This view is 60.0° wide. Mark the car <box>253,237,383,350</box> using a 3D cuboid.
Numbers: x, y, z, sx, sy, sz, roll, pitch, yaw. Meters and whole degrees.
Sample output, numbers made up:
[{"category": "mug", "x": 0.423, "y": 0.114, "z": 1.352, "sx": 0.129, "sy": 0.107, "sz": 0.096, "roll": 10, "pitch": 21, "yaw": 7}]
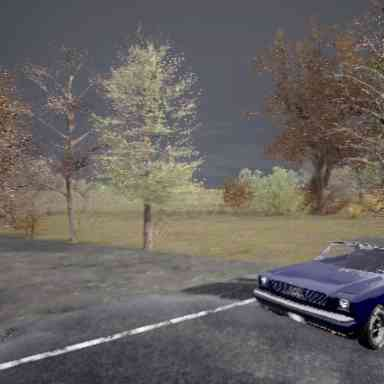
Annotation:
[{"category": "car", "x": 3.401, "y": 1.607, "z": 6.333, "sx": 4.718, "sy": 1.301, "sz": 1.895, "roll": 0, "pitch": 0, "yaw": -35}]
